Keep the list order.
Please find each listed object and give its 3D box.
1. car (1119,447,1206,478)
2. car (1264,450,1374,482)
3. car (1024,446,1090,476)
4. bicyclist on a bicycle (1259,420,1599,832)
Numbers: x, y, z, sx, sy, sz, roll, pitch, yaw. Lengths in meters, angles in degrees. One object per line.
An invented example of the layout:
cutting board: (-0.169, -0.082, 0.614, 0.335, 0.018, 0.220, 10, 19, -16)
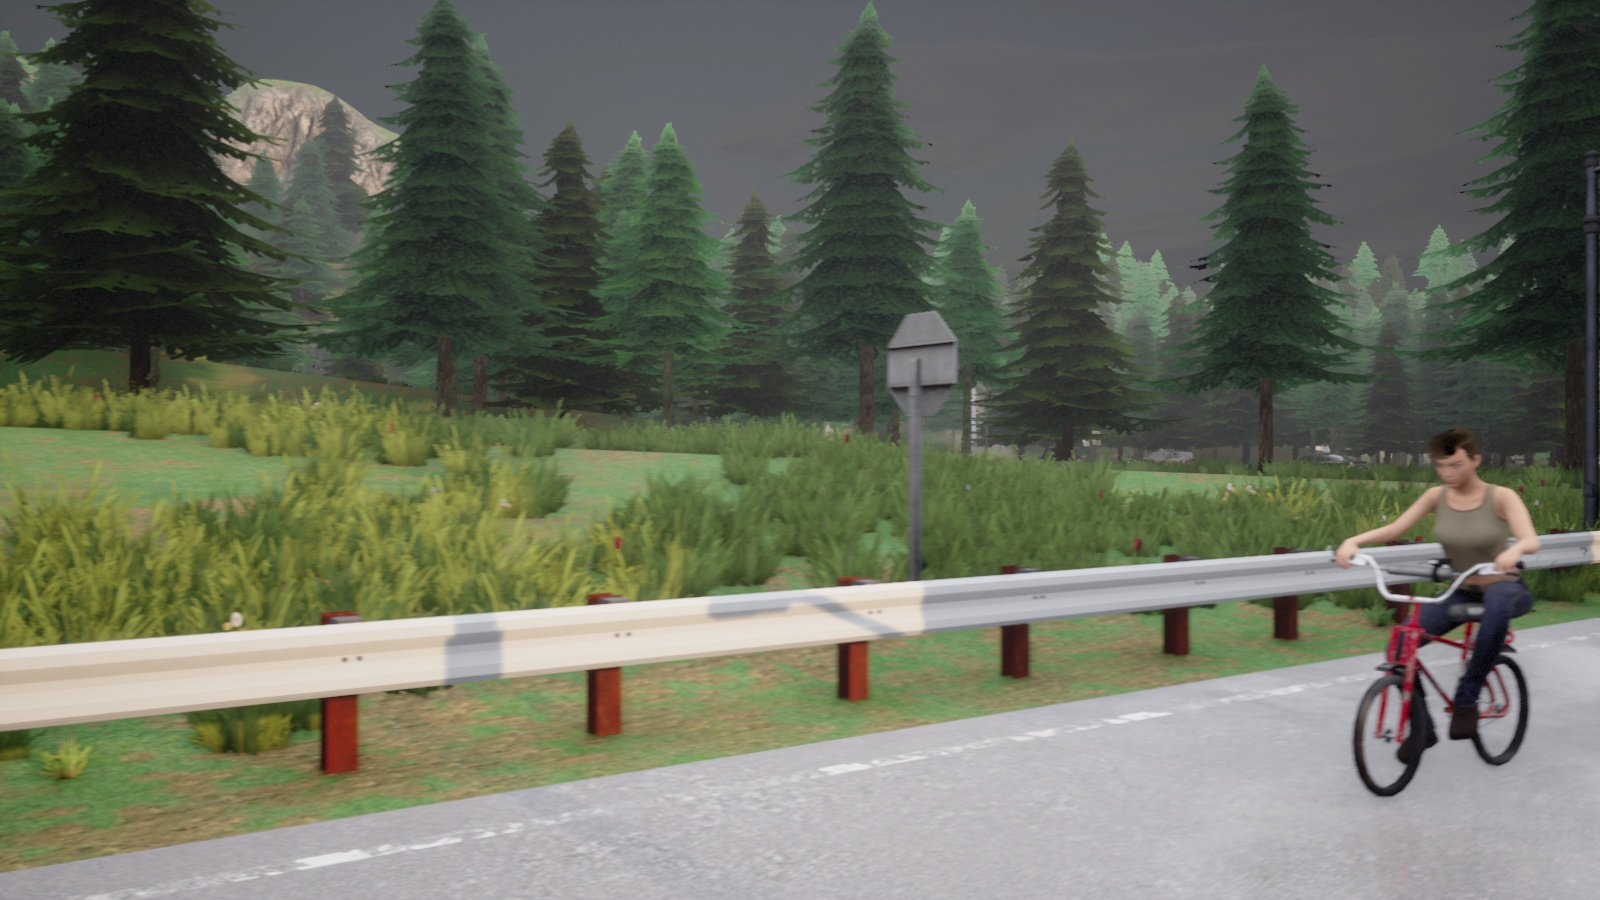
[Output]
car: (20.975, 0.711, 72.729, 2.097, 1.767, 4.553, 0, 0, -34)
car: (26.588, 0.798, 64.529, 1.882, 1.535, 5.008, 0, 0, -35)
car: (16.287, 0.676, 79.760, 1.905, 1.878, 3.866, 0, 0, -34)
bicyclist on a bicycle: (2.921, 0.689, 5.700, 1.509, 1.612, 0.866, 0, 0, -35)
